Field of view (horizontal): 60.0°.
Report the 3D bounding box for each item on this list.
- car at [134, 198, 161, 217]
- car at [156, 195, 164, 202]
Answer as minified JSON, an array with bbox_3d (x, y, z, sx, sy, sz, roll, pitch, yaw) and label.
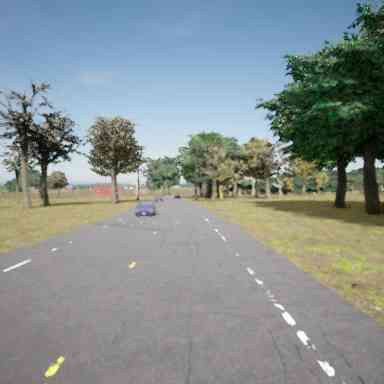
[{"bbox_3d":[-4.372,1.552,32.131,2.033,1.411,5.357,0,0,-3],"label":"car"},{"bbox_3d":[-7.176,1.455,73.081,2.033,1.411,5.357,0,0,-5],"label":"car"}]
